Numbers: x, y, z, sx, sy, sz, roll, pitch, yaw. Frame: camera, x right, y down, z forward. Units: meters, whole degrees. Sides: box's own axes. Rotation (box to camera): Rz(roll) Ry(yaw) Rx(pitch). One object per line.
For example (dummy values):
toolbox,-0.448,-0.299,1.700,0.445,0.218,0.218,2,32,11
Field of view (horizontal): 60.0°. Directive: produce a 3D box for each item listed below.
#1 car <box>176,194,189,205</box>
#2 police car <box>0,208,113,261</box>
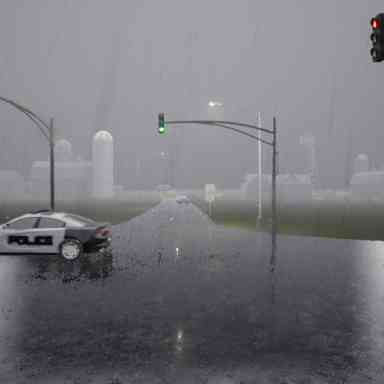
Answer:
car,-1.589,1.552,61.257,1.812,1.442,4.674,0,0,-3
police car,-5.470,1.412,11.666,5.238,1.638,1.930,1,0,0
